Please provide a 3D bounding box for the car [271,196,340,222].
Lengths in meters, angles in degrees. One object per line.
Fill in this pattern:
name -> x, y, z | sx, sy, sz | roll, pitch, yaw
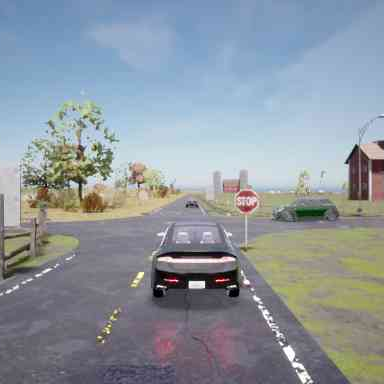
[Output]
car -> 8.126, 1.201, 24.130 | 4.553, 1.767, 2.097 | -1, 0, 0

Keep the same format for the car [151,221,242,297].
car -> 0.084, 1.490, 8.532 | 2.128, 1.511, 4.902 | 0, 0, 0

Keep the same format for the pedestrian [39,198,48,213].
pedestrian -> -12.207, 1.413, 27.278 | 0.375, 1.860, 0.375 | 0, 1, 0

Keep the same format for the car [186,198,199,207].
car -> 0.013, 1.544, 50.809 | 2.033, 1.411, 5.357 | 0, 0, 0
